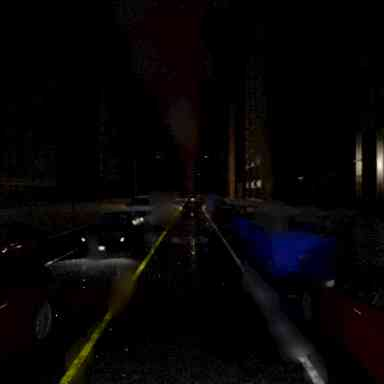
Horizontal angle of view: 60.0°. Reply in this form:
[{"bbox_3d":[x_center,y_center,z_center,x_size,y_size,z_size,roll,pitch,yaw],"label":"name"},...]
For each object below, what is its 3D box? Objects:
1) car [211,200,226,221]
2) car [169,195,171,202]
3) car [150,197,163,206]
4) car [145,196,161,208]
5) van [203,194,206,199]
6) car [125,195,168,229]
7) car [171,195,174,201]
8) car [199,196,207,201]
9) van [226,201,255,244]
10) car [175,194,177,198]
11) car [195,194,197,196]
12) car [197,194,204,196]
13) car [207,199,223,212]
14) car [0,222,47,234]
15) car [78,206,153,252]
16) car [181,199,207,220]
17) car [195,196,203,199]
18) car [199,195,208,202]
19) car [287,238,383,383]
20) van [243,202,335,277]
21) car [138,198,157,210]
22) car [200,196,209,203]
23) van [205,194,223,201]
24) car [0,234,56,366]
[{"bbox_3d":[2.740,1.589,26.941,1.802,1.307,4.206,0,0,0],"label":"car"},{"bbox_3d":[-5.820,1.564,66.502,1.752,1.417,4.829,0,0,0],"label":"car"},{"bbox_3d":[-5.810,1.555,55.148,1.752,1.417,4.829,0,0,0],"label":"car"},{"bbox_3d":[-5.805,1.466,49.641,1.967,1.590,4.097,0,0,0],"label":"car"},{"bbox_3d":[2.725,1.361,43.974,1.690,1.788,3.998,0,0,0],"label":"van"},{"bbox_3d":[-3.018,1.229,21.830,2.150,2.045,5.566,0,0,0],"label":"car"},{"bbox_3d":[-5.830,1.593,78.028,1.887,1.381,4.507,0,0,0],"label":"car"},{"bbox_3d":[2.689,1.597,83.717,1.887,1.381,4.507,0,0,0],"label":"car"},{"bbox_3d":[2.751,1.342,15.586,1.690,1.788,3.998,0,0,0],"label":"van"},{"bbox_3d":[-5.840,1.607,89.382,1.887,1.381,4.507,0,0,0],"label":"car"},{"bbox_3d":[2.679,1.507,95.072,1.967,1.590,4.097,0,0,0],"label":"car"},{"bbox_3d":[2.705,1.351,66.684,2.192,1.841,5.009,0,0,0],"label":"car"},{"bbox_3d":[2.735,1.593,32.618,1.802,1.307,4.206,0,0,0],"label":"car"},{"bbox_3d":[-5.769,1.584,9.900,1.802,1.307,4.206,0,0,0],"label":"car"},{"bbox_3d":[-3.105,1.550,14.094,2.033,1.411,5.357,0,0,0],"label":"car"},{"bbox_3d":[0.040,1.535,27.878,1.812,1.442,4.674,0,0,1],"label":"car"},{"bbox_3d":[0.021,1.567,42.499,2.033,1.411,5.357,0,0,0],"label":"car"},{"bbox_3d":[2.695,1.486,78.040,1.967,1.590,4.097,0,0,0],"label":"car"},{"bbox_3d":[2.761,1.581,4.231,1.802,1.307,4.206,0,0,0],"label":"car"},{"bbox_3d":[2.756,1.341,9.909,1.690,1.788,3.998,0,0,0],"label":"van"},{"bbox_3d":[-5.800,1.573,43.964,2.008,1.369,4.403,0,0,0],"label":"car"},{"bbox_3d":[2.700,1.566,72.532,1.752,1.417,4.829,0,0,0],"label":"car"},{"bbox_3d":[2.730,1.356,38.296,1.690,1.788,3.998,0,0,0],"label":"van"},{"bbox_3d":[-3.102,1.527,3.674,1.812,1.442,4.674,0,0,0],"label":"car"}]
